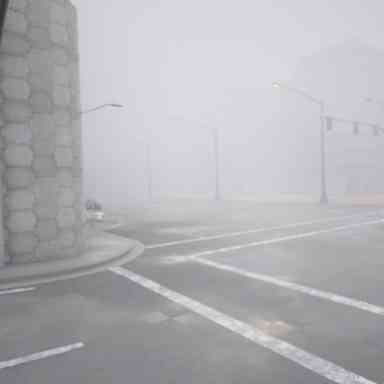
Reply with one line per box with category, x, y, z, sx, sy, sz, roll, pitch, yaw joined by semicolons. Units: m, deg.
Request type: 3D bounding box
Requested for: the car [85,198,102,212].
car;-10.703;1.305;33.820;1.994;1.385;4.181;-3;2;-35
